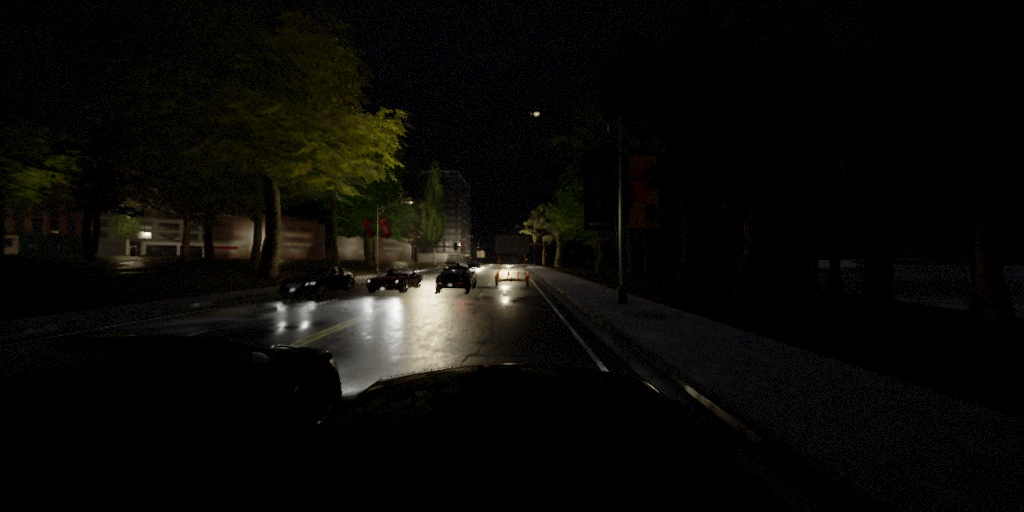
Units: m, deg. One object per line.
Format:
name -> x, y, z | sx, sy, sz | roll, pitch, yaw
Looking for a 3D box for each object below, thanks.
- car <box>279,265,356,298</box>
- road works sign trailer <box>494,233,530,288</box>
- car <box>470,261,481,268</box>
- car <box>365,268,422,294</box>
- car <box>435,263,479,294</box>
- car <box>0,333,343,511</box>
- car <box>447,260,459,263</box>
car -> -9.847, 1.257, 18.528 | 2.128, 1.511, 4.902 | 0, 0, 0
road works sign trailer -> 0.003, 0.240, 24.173 | 2.380, 3.560, 2.880 | 0, 0, 0
car -> -6.525, 1.535, 61.526 | 1.895, 1.301, 4.718 | 0, 0, 1
car -> -6.597, 1.369, 20.475 | 1.895, 1.301, 4.718 | 0, 0, 0
car -> -3.148, 1.294, 20.512 | 1.812, 1.442, 4.674 | 0, 0, 0
car -> -3.150, 1.315, 2.891 | 1.994, 1.385, 4.181 | 0, 0, 0
car -> -9.790, 1.405, 58.661 | 2.128, 1.511, 4.902 | 0, 0, 1
